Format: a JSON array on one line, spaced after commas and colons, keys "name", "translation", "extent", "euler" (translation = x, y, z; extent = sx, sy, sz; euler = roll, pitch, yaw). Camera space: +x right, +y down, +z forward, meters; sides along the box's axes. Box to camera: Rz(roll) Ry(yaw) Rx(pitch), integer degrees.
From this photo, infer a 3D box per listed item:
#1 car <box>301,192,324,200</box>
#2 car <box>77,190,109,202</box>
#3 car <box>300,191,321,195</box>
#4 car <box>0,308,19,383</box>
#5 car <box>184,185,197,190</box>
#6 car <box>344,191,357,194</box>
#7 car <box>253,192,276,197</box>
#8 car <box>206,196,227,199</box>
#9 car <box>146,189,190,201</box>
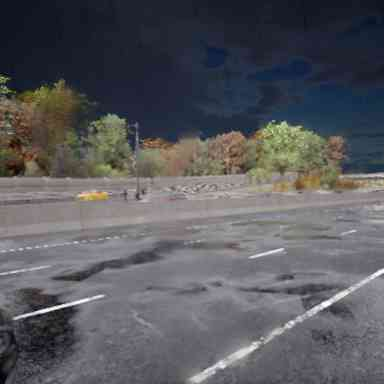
[{"name": "car", "translation": [22.998, 0.665, 63.532], "extent": [5.357, 1.411, 2.033], "euler": [-1, 1, -45]}, {"name": "car", "translation": [-13.025, 0.491, 43.876], "extent": [1.882, 1.535, 5.008], "euler": [0, 1, 22]}, {"name": "car", "translation": [16.747, 0.681, 47.561], "extent": [4.553, 1.767, 2.097], "euler": [-1, 1, -44]}, {"name": "car", "translation": [-3.830, 1.501, 2.337], "extent": [4.674, 1.442, 1.812], "euler": [-1, 1, -45]}, {"name": "car", "translation": [-0.606, -0.733, 73.263], "extent": [2.097, 1.767, 4.553], "euler": [0, 3, 25]}, {"name": "car", "translation": [27.746, 0.653, 58.403], "extent": [4.892, 1.490, 1.837], "euler": [-1, 1, -44]}, {"name": "car", "translation": [11.382, 0.817, 52.093], "extent": [4.892, 1.490, 1.837], "euler": [-1, 1, -44]}, {"name": "car", "translation": [2.300, 1.102, 33.307], "extent": [4.674, 1.442, 1.812], "euler": [-1, 1, -45]}, {"name": "car", "translation": [-2.519, 0.901, 38.382], "extent": [4.553, 1.767, 2.097], "euler": [-1, 1, -45]}]
